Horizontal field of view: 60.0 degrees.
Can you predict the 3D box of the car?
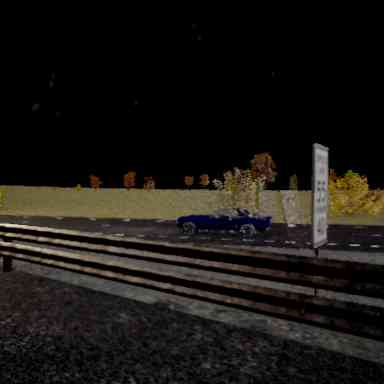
[{"bbox_3d":[1.595,1.454,16.686,4.718,1.301,1.895,0,0,20],"label":"car"}]
